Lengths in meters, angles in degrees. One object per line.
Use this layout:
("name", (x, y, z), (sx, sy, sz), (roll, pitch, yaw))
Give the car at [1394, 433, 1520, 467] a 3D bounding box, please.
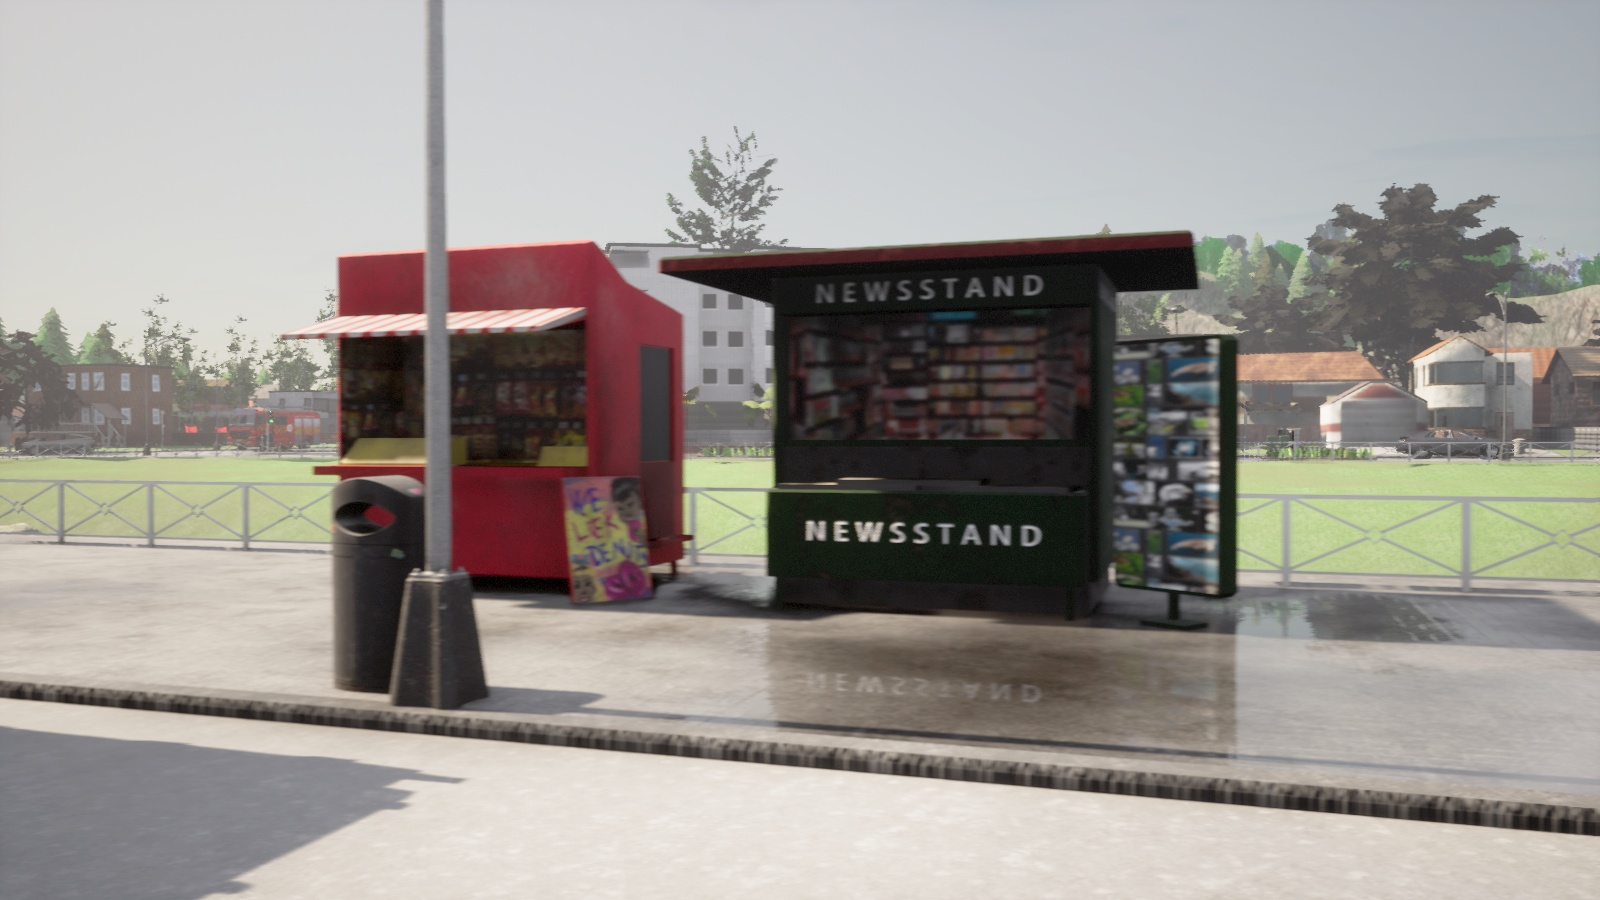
("car", (30.527, -0.040, 58.541), (4.902, 1.511, 2.128), (1, 1, 19))
